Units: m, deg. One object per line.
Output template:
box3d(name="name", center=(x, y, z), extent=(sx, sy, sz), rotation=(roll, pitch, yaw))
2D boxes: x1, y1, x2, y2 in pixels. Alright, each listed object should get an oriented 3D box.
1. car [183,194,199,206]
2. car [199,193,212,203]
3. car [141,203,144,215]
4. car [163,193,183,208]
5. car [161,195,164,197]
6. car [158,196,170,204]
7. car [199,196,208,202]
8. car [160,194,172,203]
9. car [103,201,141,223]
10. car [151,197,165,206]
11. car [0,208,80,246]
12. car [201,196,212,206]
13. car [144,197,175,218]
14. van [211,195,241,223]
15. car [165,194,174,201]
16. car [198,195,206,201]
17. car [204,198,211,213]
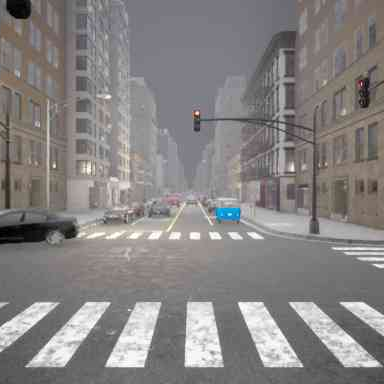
box3d(name="car", center=(-0.015, 1.536, 54.701), extent=(2.033, 1.411, 5.357), rotation=(0, 0, 0))
box3d(name="car", center=(2.623, 1.305, 53.395), extent=(2.192, 1.841, 5.009), rotation=(0, 0, 0))
box3d(name="car", center=(-5.397, 1.543, 30.660), extent=(1.887, 1.381, 4.507), rotation=(0, 0, 0))
box3d(name="car", center=(-2.847, 1.215, 48.384), extent=(2.150, 2.045, 5.566), rotation=(0, 0, 0))
box3d(name="car", center=(-5.401, 1.519, 47.536), extent=(1.752, 1.417, 4.829), rotation=(0, 0, 0))
box3d(name="car", center=(-5.406, 1.547, 64.751), extent=(1.947, 1.339, 4.313), rotation=(0, 0, 0))
box3d(name="car", center=(2.617, 1.524, 76.120), extent=(2.008, 1.369, 4.403), rotation=(0, 0, 0))
box3d(name="car", center=(-5.407, 1.292, 70.432), extent=(2.192, 1.841, 5.009), rotation=(0, 0, 0))
box3d(name="car", center=(-5.395, 1.549, 24.978), extent=(2.008, 1.369, 4.403), rotation=(0, 0, 0))
box3d(name="car", center=(-5.402, 1.556, 53.388), extent=(1.947, 1.339, 4.313), rotation=(0, 0, 0))
box3d(name="car", center=(-7.342, 1.446, 13.888), extent=(5.008, 1.535, 1.882), rotation=(1, 1, -25))
box3d(name="car", center=(2.624, 1.576, 47.714), extent=(1.802, 1.307, 4.206), rotation=(0, 0, 0))
box3d(name="car", center=(-2.857, 1.504, 30.278), extent=(1.837, 1.490, 4.892), rotation=(0, 0, 0))
box3d(name="van", center=(2.630, 1.340, 24.989), extent=(1.690, 1.788, 3.998), rotation=(0, 0, 0))
box3d(name="car", center=(-5.410, 1.409, 81.796), extent=(1.967, 1.590, 4.097), rotation=(0, 0, 0))
box3d(name="car", center=(2.614, 1.530, 87.483), extent=(1.947, 1.339, 4.313), rotation=(0, 0, 0))
box3d(name="car", center=(2.627, 1.580, 36.351), extent=(1.802, 1.307, 4.206), rotation=(0, 0, 0))
